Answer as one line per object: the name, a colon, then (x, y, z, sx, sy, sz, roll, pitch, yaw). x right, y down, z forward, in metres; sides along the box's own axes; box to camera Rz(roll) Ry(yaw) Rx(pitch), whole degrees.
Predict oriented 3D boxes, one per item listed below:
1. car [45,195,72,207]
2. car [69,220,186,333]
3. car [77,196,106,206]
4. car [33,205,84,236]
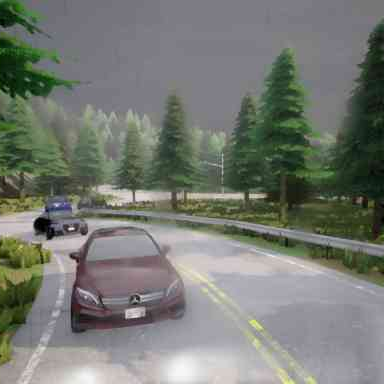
car: (-12.892, 1.326, 32.234, 2.150, 2.045, 5.566, -1, 0, -18)
car: (-1.528, 1.523, 7.103, 1.812, 1.442, 4.674, -2, 0, -17)
car: (-12.757, 1.289, 42.827, 2.097, 1.767, 4.553, 2, 2, 13)
car: (-7.169, 1.664, 17.976, 1.994, 1.385, 4.181, -4, 2, -38)
